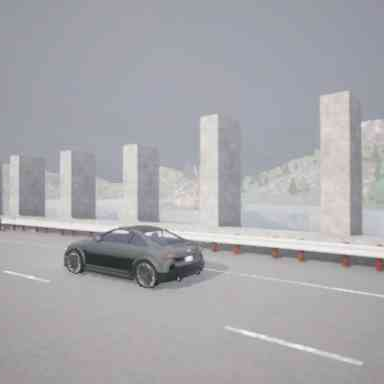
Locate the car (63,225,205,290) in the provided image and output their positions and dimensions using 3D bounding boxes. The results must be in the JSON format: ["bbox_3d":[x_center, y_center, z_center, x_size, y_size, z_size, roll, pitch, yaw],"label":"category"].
[{"bbox_3d":[-1.724,1.637,9.405,4.181,1.385,1.994,0,-1,35],"label":"car"}]
